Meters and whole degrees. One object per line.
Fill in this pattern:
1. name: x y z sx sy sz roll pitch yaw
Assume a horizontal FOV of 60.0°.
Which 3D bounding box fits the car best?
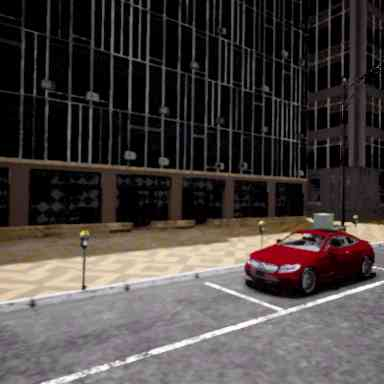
1. car: 3.290 1.665 8.903 4.206 1.307 1.802 1 0 -36
